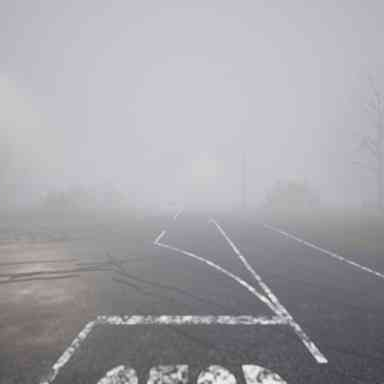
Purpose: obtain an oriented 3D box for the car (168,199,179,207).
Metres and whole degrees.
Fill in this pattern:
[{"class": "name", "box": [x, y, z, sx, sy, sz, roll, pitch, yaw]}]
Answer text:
[{"class": "car", "box": [-3.358, 2.006, 61.082, 1.895, 1.301, 4.718, 0, 0, 0]}]
